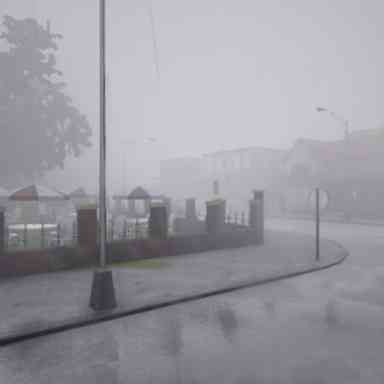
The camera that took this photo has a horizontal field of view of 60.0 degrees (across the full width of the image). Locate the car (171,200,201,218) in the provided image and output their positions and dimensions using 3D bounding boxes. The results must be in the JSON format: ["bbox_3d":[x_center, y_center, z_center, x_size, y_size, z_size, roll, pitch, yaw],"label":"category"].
[{"bbox_3d":[-1.109,1.455,29.876,2.128,1.511,4.902,0,1,-36],"label":"car"}]

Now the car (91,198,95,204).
[{"bbox_3d":[-15.128,1.515,49.667,2.033,1.411,5.357,0,0,-35],"label":"car"}]
